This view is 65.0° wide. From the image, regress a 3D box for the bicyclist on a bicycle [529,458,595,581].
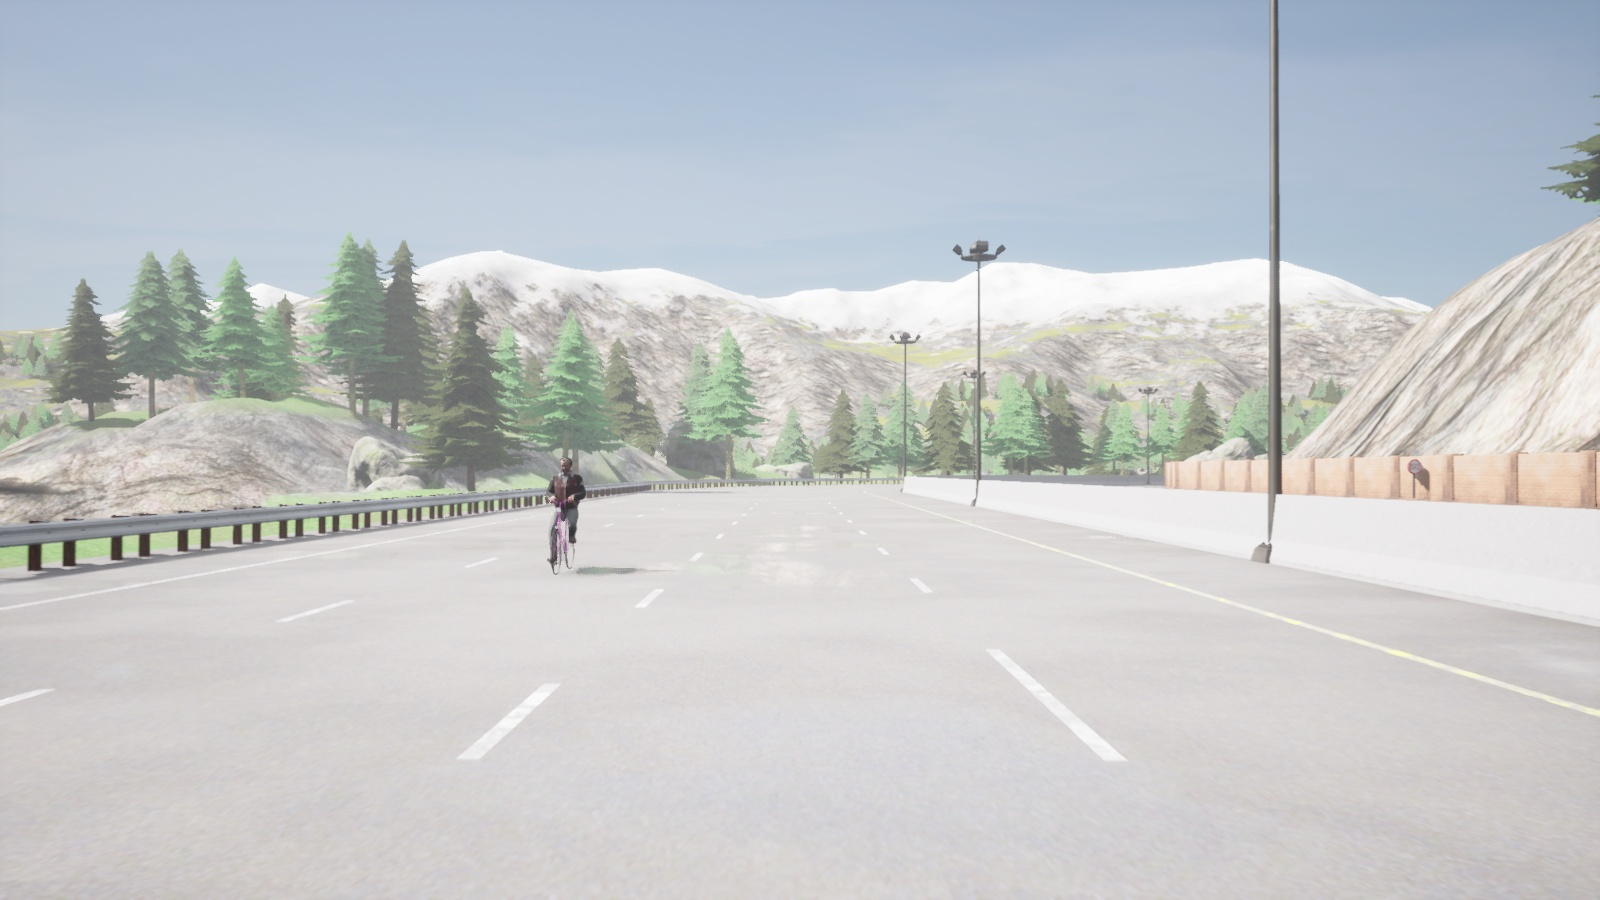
[{"bbox_3d":[-3.591,1.018,19.083,0.659,1.776,1.843,0,-1,0],"label":"bicyclist on a bicycle"}]
